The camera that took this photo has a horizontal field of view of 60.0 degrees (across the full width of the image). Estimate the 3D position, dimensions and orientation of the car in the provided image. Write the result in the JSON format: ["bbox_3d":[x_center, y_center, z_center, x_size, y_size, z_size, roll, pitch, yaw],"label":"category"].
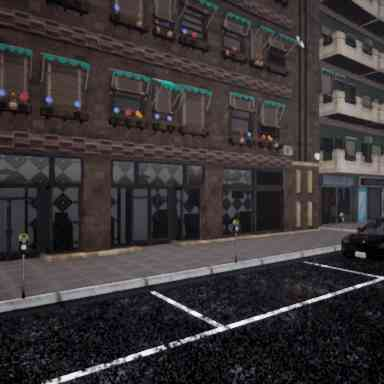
[{"bbox_3d":[6.976,1.564,11.518,4.313,1.339,1.947,0,0,-35],"label":"car"}]
